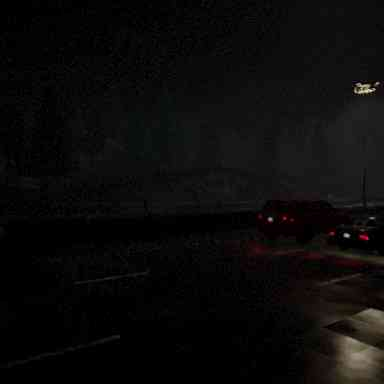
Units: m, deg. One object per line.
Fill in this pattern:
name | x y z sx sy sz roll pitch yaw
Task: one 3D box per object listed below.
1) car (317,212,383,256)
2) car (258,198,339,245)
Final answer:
car | 7.711 1.662 13.602 5.357 1.411 2.033 1 0 -35
car | 5.713 1.334 16.476 5.566 2.045 2.150 0 0 -35
